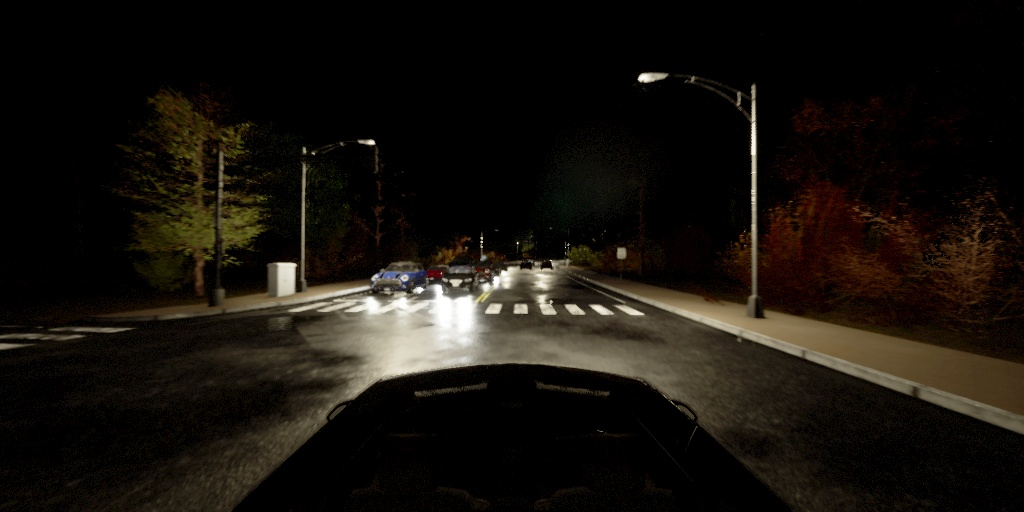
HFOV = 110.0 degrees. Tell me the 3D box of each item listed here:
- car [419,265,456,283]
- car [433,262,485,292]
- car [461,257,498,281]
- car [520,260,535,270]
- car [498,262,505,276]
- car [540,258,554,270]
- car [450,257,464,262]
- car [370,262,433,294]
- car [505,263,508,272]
[{"bbox_3d":[-5.992,1.420,29.525,1.895,1.301,4.718,0,0,3],"label":"car"},{"bbox_3d":[-3.035,1.298,21.762,2.128,1.511,4.902,0,0,0],"label":"car"},{"bbox_3d":[-2.685,1.195,30.749,2.097,1.767,4.553,0,0,2],"label":"car"},{"bbox_3d":[2.278,1.435,57.540,2.128,1.511,4.902,0,0,5],"label":"car"},{"bbox_3d":[-2.209,1.476,39.717,1.895,1.301,4.718,0,0,3],"label":"car"},{"bbox_3d":[5.550,1.486,57.564,1.812,1.442,4.674,0,0,5],"label":"car"},{"bbox_3d":[-5.476,1.077,39.460,2.150,2.045,5.566,0,0,3],"label":"car"},{"bbox_3d":[-6.301,1.134,20.549,2.097,1.767,4.553,0,0,2],"label":"car"},{"bbox_3d":[-1.601,1.468,49.529,1.994,1.385,4.181,0,0,4],"label":"car"}]
